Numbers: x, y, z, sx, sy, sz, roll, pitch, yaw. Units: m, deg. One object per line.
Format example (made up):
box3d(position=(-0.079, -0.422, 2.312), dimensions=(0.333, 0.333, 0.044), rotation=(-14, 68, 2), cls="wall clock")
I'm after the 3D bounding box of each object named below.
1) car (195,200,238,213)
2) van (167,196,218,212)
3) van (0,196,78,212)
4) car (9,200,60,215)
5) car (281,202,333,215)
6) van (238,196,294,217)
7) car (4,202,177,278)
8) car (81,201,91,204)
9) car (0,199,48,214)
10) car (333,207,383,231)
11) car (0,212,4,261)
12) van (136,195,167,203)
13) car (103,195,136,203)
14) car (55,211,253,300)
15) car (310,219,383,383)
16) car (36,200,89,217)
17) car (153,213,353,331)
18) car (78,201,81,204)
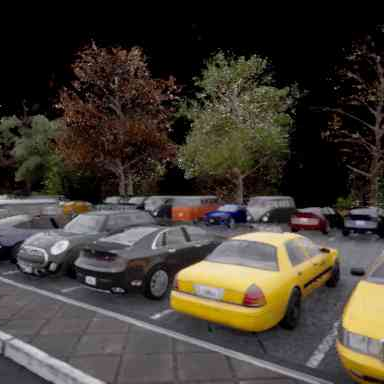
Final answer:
box3d(position=(2.687, 1.498, 22.374), dimensions=(2.097, 1.535, 5.008), rotation=(0, 0, 36), cls="car")
box3d(position=(0.513, 1.284, 24.096), dimensions=(1.878, 1.987, 4.442), rotation=(0, 0, 36), cls="van")
box3d(position=(-7.251, 1.290, 13.570), dimensions=(1.878, 1.987, 4.442), rotation=(0, 0, 36), cls="van")
box3d(position=(-17.462, 1.648, 37.056), dimensions=(2.002, 1.452, 4.674), rotation=(0, 0, 36), cls="car")
box3d(position=(7.176, 1.512, 19.131), dimensions=(2.163, 1.488, 4.792), rotation=(0, 0, 36), cls="car")
box3d(position=(4.870, 1.263, 20.641), dimensions=(1.878, 1.987, 4.442), rotation=(0, 0, 36), cls="van")
box3d(position=(-2.816, 1.369, 10.231), dimensions=(2.185, 1.767, 4.553), rotation=(0, 0, 36), cls="car")
box3d(position=(-6.286, 1.295, 28.875), dimensions=(2.435, 2.045, 5.566), rotation=(0, 0, 36), cls="car")
box3d(position=(-19.703, 1.620, 38.686), dimensions=(2.097, 1.535, 5.008), rotation=(0, 0, 36), cls="car")
box3d(position=(9.308, 1.512, 17.576), dimensions=(2.163, 1.488, 4.792), rotation=(0, 0, 36), cls="car")
box3d(position=(-5.058, 1.534, 11.863), dimensions=(2.163, 1.488, 4.792), rotation=(0, 0, 36), cls="car")
box3d(position=(-1.862, 1.297, 25.540), dimensions=(1.878, 1.987, 4.442), rotation=(0, 0, 36), cls="van")
box3d(position=(-4.048, 1.283, 27.243), dimensions=(2.435, 2.045, 5.566), rotation=(0, 0, 36), cls="car")
box3d(position=(-0.592, 1.489, 8.564), dimensions=(2.231, 1.521, 4.892), rotation=(0, 0, 36), cls="car")
box3d(position=(3.682, 1.491, 5.225), dimensions=(1.946, 1.575, 5.366), rotation=(0, 0, 36), cls="car")
box3d(position=(-13.084, 1.624, 33.870), dimensions=(2.002, 1.452, 4.674), rotation=(0, 0, 36), cls="car")
box3d(position=(1.757, 1.485, 7.088), dimensions=(1.946, 1.575, 5.366), rotation=(0, 0, 36), cls="car")
box3d(position=(-10.750, 1.571, 32.158), dimensions=(2.097, 1.535, 5.008), rotation=(0, 0, 36), cls="car")
